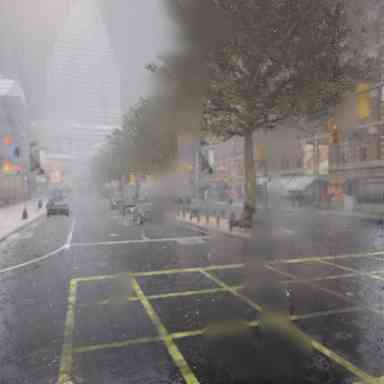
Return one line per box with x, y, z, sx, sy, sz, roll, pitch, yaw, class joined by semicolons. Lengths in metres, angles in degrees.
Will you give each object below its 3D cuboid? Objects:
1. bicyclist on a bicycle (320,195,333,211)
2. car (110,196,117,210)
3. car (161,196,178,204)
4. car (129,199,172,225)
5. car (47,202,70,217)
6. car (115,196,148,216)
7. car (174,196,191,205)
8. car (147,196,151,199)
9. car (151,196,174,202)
13.951;1.131;34.472;1.656;1.620;0.582;-1;0;-18;bicyclist on a bicycle
-9.357;1.353;42.897;2.097;1.767;4.553;0;0;-18;car
-4.560;1.471;65.242;2.033;1.411;5.357;0;0;-18;car
-3.156;1.489;24.175;1.837;1.490;4.892;0;0;-18;car
-12.685;1.642;31.780;1.895;1.301;4.718;0;0;-19;car
-6.144;1.484;33.182;2.128;1.511;4.902;0;0;-18;car
-1.541;1.407;56.142;2.128;1.511;4.902;0;0;-18;car
-7.882;1.444;64.139;2.128;1.511;4.902;0;0;-18;car
-4.994;1.449;55.436;1.837;1.490;4.892;0;0;-18;car
